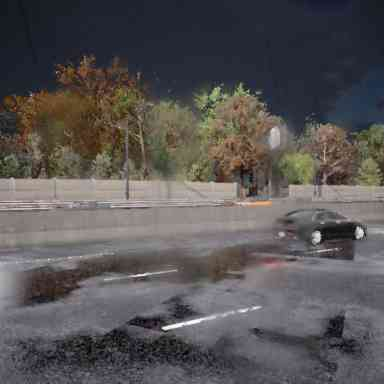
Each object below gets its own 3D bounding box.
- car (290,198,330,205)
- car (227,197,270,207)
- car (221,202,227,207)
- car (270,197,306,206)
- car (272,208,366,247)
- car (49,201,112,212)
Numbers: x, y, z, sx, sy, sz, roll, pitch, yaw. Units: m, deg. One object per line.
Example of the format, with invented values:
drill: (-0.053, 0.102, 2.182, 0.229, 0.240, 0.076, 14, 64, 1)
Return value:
car: (11.547, 1.565, 30.763, 4.181, 1.385, 1.994, 0, 0, -30)
car: (6.467, 1.353, 35.904, 4.553, 1.767, 2.097, 0, 0, -30)
car: (5.732, 1.479, 39.527, 5.008, 1.535, 1.882, 0, 0, -30)
car: (10.707, 1.353, 34.319, 4.553, 1.767, 2.097, 0, 0, -30)
car: (5.826, 1.505, 15.069, 4.892, 1.490, 1.837, 0, 0, -30)
car: (-8.990, 1.491, 26.933, 4.902, 1.511, 2.128, 0, 0, -30)
